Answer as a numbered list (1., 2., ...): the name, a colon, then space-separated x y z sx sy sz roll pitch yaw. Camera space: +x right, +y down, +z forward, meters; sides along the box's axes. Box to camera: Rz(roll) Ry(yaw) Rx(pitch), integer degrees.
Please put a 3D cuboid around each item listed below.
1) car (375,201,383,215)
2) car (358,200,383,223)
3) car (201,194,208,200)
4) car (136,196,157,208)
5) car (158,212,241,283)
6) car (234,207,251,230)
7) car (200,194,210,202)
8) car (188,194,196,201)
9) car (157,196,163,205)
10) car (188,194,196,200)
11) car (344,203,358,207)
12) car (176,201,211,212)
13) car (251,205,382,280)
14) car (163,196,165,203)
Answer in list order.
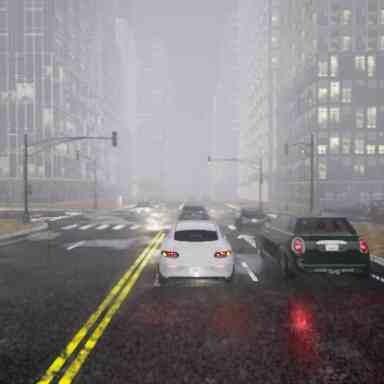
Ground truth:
1. car: 21.796 1.666 34.236 4.829 1.417 1.752 1 0 1
2. car: 16.191 1.537 25.947 5.009 1.841 2.192 1 0 1
3. car: 3.213 1.324 87.149 1.812 1.442 4.674 0 0 0
4. car: -6.610 1.560 47.171 1.994 1.385 4.181 0 0 0
5. car: 0.100 1.527 9.520 1.812 1.442 4.674 0 0 0
6. car: 3.655 1.579 20.458 1.994 1.385 4.181 -1 -1 5
7. car: 3.218 1.447 76.731 1.882 1.535 5.008 0 0 0
8. car: -0.032 1.469 76.730 1.837 1.490 4.892 0 0 0
9. car: -6.592 1.468 57.496 1.882 1.535 5.008 0 0 1
10. car: -0.037 1.278 87.148 1.882 1.535 5.008 0 0 0
11. car: 15.080 1.723 31.753 4.718 1.301 1.895 0 1 1
12. car: 0.095 1.533 20.916 1.837 1.490 4.892 0 -1 0
13. car: 3.347 1.353 10.085 2.097 1.767 4.553 0 0 0
14. car: -6.530 1.462 67.871 1.882 1.535 5.008 0 0 0
